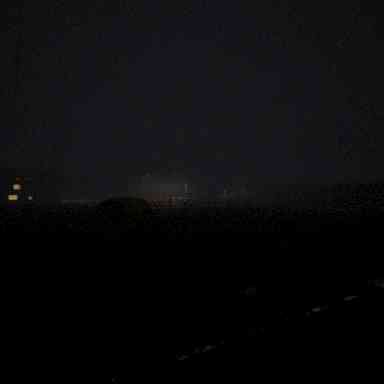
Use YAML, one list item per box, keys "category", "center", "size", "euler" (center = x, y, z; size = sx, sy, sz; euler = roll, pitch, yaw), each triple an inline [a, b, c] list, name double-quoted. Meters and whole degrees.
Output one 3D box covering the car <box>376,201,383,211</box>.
- category: "car"
  center: [25.328, 1.680, 40.814]
  size: [1.837, 1.490, 4.892]
  euler: [0, 2, -35]
